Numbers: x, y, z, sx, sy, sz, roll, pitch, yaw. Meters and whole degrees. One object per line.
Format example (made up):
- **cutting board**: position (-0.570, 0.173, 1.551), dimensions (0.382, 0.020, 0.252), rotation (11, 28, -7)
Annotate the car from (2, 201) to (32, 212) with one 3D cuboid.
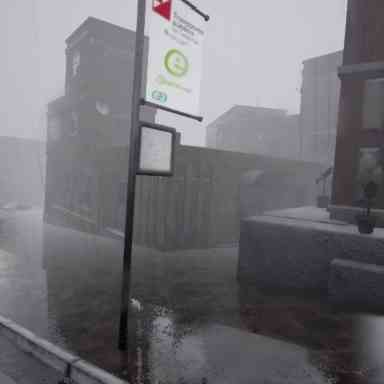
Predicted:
- **car**: position (-25.209, 2.028, 48.011), dimensions (2.128, 1.511, 4.902), rotation (4, -1, 9)
